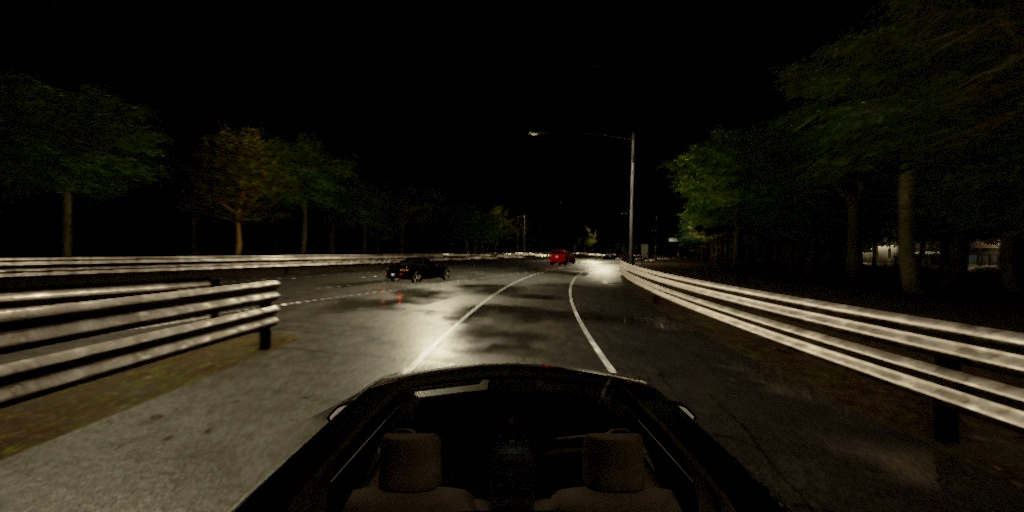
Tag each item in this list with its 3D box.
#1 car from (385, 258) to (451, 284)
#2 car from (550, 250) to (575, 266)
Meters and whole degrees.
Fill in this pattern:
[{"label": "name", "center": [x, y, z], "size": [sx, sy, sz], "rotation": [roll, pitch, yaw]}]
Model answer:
[{"label": "car", "center": [-5.687, 0.864, 22.146], "size": [1.812, 1.442, 4.674], "rotation": [1, 1, 25]}, {"label": "car", "center": [6.887, 0.214, 48.489], "size": [2.150, 2.045, 5.566], "rotation": [1, 1, 25]}]
